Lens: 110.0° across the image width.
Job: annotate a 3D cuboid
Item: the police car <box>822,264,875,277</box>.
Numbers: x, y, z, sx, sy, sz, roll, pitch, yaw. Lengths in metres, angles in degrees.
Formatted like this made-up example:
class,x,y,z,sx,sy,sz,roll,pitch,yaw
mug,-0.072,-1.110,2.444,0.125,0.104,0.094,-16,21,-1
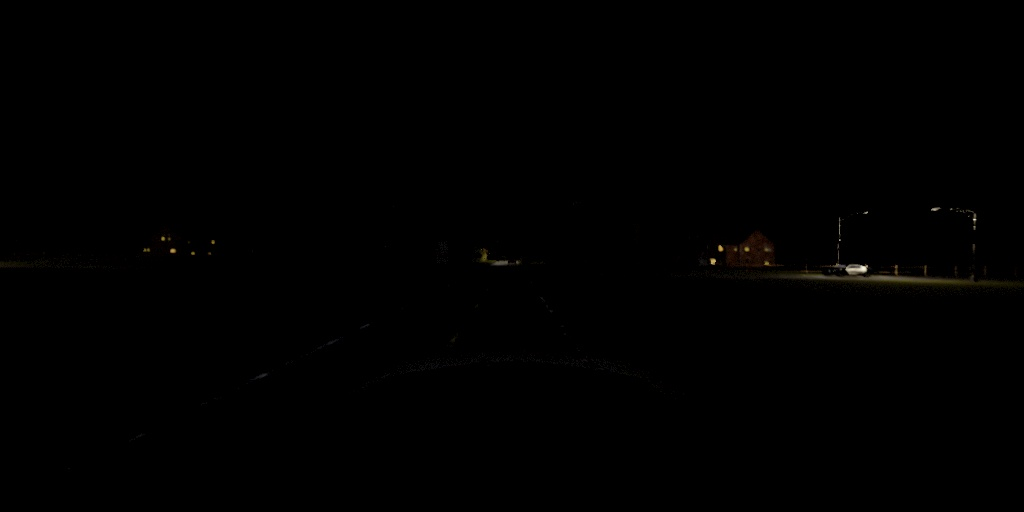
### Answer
class,x,y,z,sx,sy,sz,roll,pitch,yaw
police car,39.114,1.682,41.918,4.974,1.542,2.038,1,1,0
